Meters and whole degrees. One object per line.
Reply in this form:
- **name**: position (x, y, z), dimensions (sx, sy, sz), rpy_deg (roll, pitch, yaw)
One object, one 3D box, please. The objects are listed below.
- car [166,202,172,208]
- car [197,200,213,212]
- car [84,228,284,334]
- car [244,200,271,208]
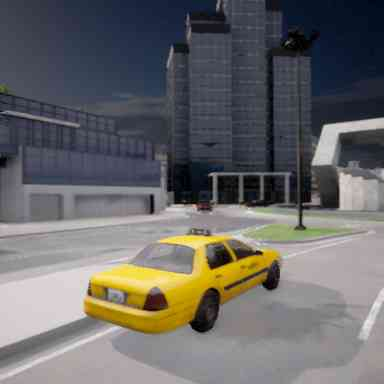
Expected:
- **car**: position (-5.953, 2.293, 63.671), dimensions (4.892, 1.490, 1.837), rpy_deg (-1, -1, 43)
- **car**: position (1.801, 1.885, 46.528), dimensions (2.097, 1.767, 4.553), rpy_deg (0, -1, 0)
- **car**: position (0.343, 1.541, 7.077), dimensions (1.801, 1.575, 5.366), rpy_deg (-1, -1, 35)
- **car**: position (12.260, 2.187, 62.114), dimensions (5.357, 1.411, 2.033), rpy_deg (0, -1, -33)
